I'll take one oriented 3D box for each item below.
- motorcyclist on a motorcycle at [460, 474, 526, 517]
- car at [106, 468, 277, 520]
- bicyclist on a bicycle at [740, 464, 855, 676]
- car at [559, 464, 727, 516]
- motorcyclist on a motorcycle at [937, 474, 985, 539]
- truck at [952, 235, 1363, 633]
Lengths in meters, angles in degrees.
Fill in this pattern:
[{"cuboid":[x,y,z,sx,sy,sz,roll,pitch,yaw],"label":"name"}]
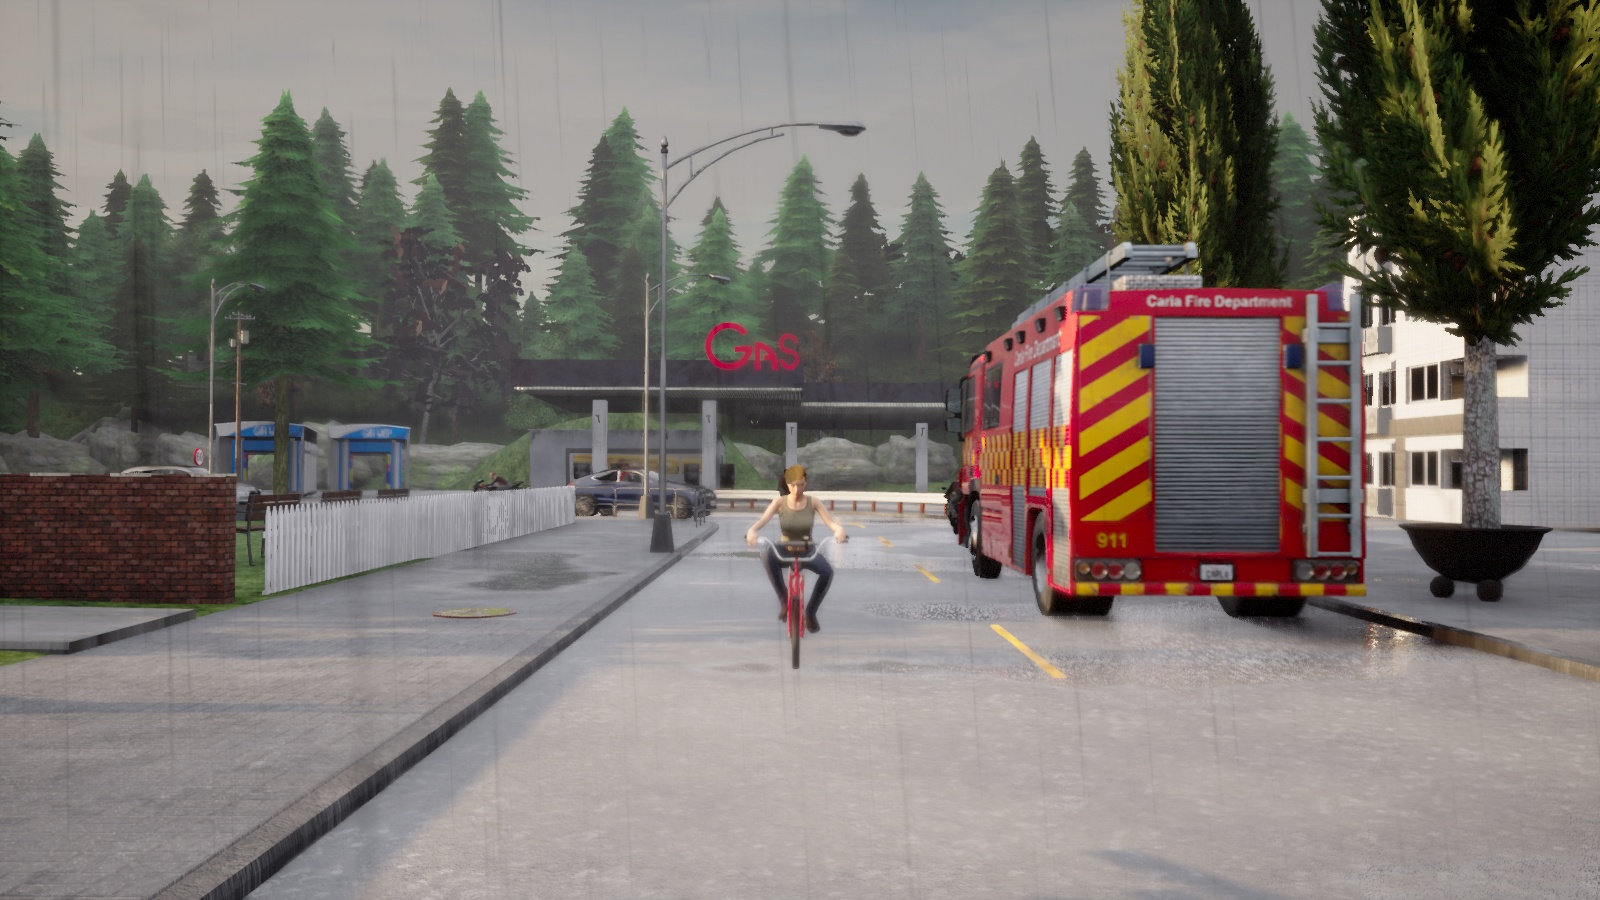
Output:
[{"cuboid":[-11.268,1.667,46.112,2.191,1.530,0.866,0,-1,0],"label":"motorcyclist on a motorcycle"},{"cuboid":[-20.288,1.444,42.031,4.611,1.667,2.242,0,-1,0],"label":"car"},{"cuboid":[-0.020,0.924,10.304,0.866,1.612,1.509,0,-1,0],"label":"bicyclist on a bicycle"},{"cuboid":[-5.135,1.305,41.212,5.027,1.651,2.152,0,-1,16],"label":"car"},{"cuboid":[3.917,1.347,30.643,0.866,1.530,2.191,0,-1,0],"label":"motorcyclist on a motorcycle"},{"cuboid":[3.956,-0.092,16.351,2.891,3.827,8.468,0,-1,0],"label":"truck"}]
